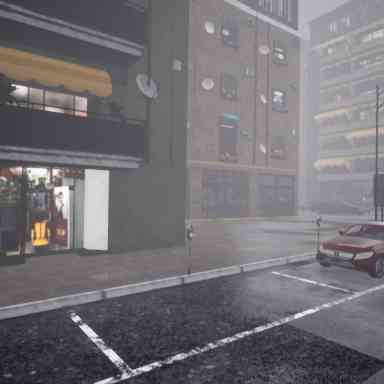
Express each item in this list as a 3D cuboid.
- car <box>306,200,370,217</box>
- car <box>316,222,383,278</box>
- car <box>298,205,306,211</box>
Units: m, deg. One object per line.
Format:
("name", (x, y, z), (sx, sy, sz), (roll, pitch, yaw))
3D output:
("car", (14.432, 1.594, 32.632), (2.033, 1.411, 5.357), (2, -1, -36))
("car", (5.549, 1.588, 10.109), (4.206, 1.307, 1.802), (0, 1, -36))
("car", (15.268, 1.707, 40.744), (1.752, 1.417, 4.829), (1, -1, -36))
